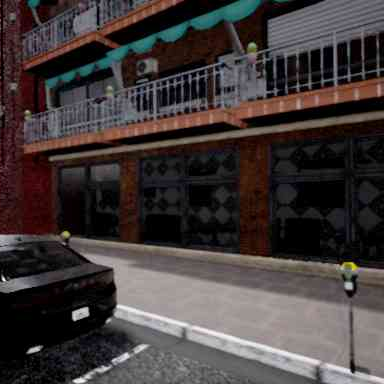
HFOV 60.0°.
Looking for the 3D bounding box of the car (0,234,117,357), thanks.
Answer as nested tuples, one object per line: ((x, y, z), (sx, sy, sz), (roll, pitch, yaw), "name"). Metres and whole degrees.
((-3.520, 1.505, 5.936), (5.008, 1.535, 1.882), (0, 0, 35), "car")
